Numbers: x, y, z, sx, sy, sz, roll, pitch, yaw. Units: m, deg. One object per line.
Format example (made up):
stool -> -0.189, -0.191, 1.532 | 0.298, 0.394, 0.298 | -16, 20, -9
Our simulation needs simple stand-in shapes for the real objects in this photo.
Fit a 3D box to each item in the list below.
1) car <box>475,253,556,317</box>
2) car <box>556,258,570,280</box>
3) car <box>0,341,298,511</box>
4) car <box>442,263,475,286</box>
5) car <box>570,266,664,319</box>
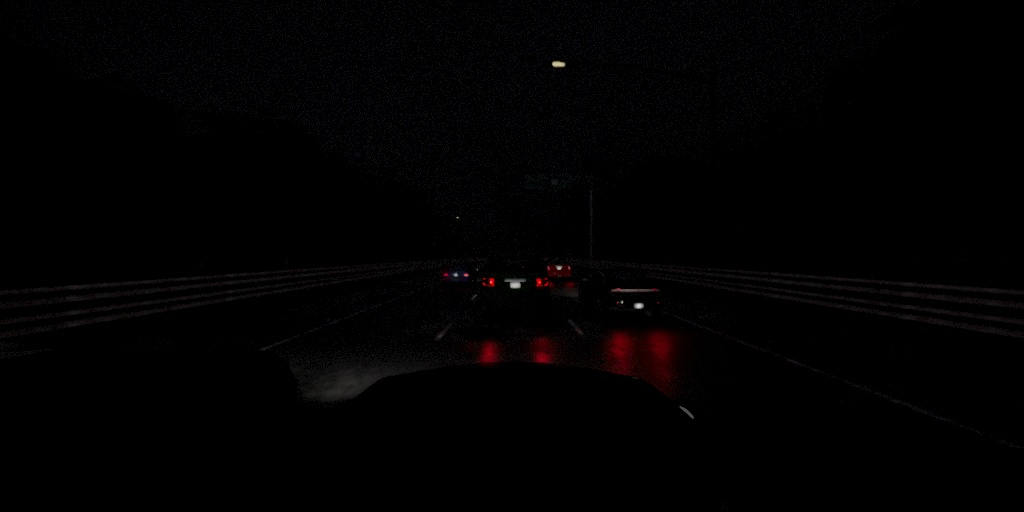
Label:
car -> 0.098, 0.914, 12.953 | 2.150, 2.045, 5.566 | 0, 0, 0
car -> 3.594, 0.969, 29.361 | 2.097, 1.767, 4.553 | 0, 0, 0
car -> -3.413, 1.273, 2.226 | 1.812, 1.442, 4.674 | 0, 1, 0
car -> -3.404, 1.188, 24.269 | 2.033, 1.411, 5.357 | 0, 0, 0
car -> 3.597, 1.186, 12.580 | 2.128, 1.511, 4.902 | 0, 0, 0
